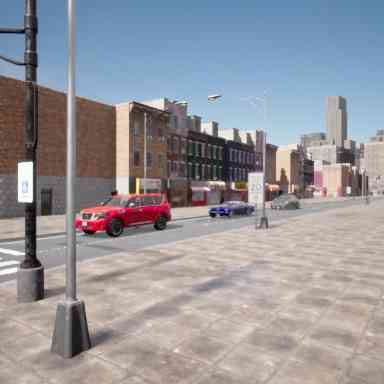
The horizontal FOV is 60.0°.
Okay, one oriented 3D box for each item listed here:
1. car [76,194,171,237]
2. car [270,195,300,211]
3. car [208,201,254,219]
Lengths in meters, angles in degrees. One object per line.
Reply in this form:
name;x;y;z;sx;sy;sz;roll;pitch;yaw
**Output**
car;-3.415;1.118;17.795;2.150;2.045;5.566;0;0;35
car;10.477;1.125;37.260;2.097;1.767;4.553;0;0;36
car;3.245;1.427;27.156;1.895;1.301;4.718;0;0;35
